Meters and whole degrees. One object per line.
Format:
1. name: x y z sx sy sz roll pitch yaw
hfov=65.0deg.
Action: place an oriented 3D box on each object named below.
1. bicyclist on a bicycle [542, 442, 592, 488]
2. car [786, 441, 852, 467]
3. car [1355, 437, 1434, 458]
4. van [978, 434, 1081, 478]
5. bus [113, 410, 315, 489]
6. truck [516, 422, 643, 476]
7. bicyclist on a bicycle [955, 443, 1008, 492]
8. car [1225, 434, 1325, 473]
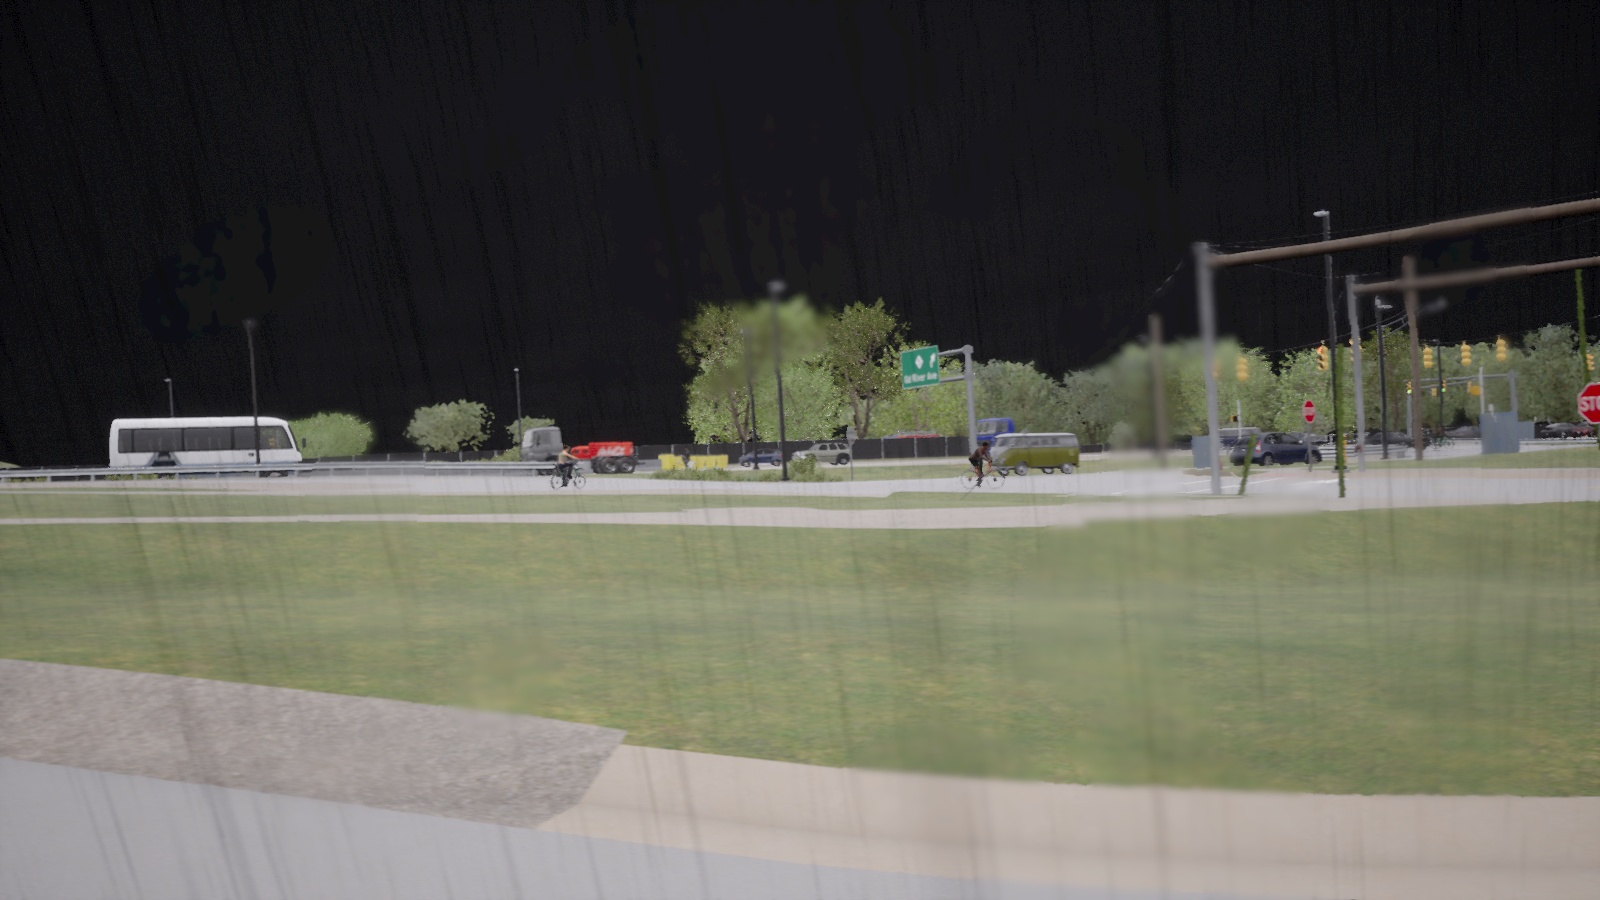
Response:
1. bicyclist on a bicycle: -8.324 0.546 44.851 0.866 1.612 1.509 -5 -4 44
2. car: 1.458 0.329 96.496 4.605 1.855 1.932 -1 -1 -24
3. car: 39.480 -0.148 83.493 1.895 1.301 4.718 -2 0 -22
4. van: 10.702 0.278 58.515 4.442 1.987 1.775 -1 -1 -25
5. bus: -33.891 -0.044 73.061 10.273 4.253 3.944 -1 -1 -24
6. truck: -14.999 -0.084 85.327 7.936 3.462 2.891 -1 -1 -24
7. bicyclist on a bicycle: 6.150 0.589 42.669 1.656 1.620 0.582 0 2 35
8. car: 21.006 0.138 55.556 3.988 1.617 1.851 -1 -1 -25
